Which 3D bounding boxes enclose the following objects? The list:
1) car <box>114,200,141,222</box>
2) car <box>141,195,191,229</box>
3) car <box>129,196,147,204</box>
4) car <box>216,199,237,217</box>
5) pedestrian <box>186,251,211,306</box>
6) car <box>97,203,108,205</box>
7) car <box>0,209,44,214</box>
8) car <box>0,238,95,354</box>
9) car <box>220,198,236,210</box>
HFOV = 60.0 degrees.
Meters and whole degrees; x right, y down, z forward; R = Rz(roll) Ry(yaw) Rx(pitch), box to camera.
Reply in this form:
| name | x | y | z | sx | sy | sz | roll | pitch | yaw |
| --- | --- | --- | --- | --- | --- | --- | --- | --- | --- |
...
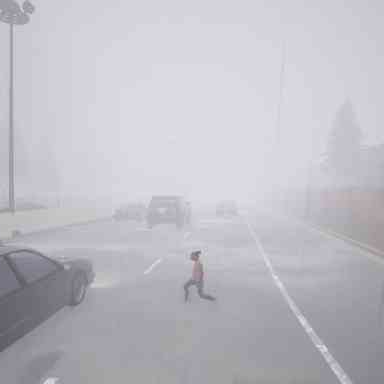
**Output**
| name | x | y | z | sx | sy | sz | roll | pitch | yaw |
| --- | --- | --- | --- | --- | --- | --- | --- | --- | --- |
| car | -4.428 | 1.547 | 25.968 | 2.033 | 1.411 | 5.357 | 0 | 0 | 7 |
| car | -1.397 | 1.223 | 21.885 | 2.150 | 2.045 | 5.566 | 0 | 0 | 7 |
| car | -10.371 | 1.492 | 64.735 | 2.128 | 1.511 | 4.902 | 0 | 0 | 7 |
| car | 3.278 | 1.601 | 31.361 | 1.895 | 1.301 | 4.718 | 0 | 0 | 7 |
| pedestrian | 0.134 | 1.294 | 6.586 | 0.375 | 1.860 | 0.375 | 0 | 0 | 4 |
| car | -15.038 | 1.352 | 55.966 | 2.097 | 1.767 | 4.553 | 0 | 0 | 7 |
| car | -11.968 | 1.491 | 23.636 | 2.128 | 1.511 | 4.902 | 0 | 0 | 7 |
| car | -3.239 | 1.546 | 5.000 | 2.033 | 1.411 | 5.357 | 0 | 0 | 4 |
| car | 4.702 | 1.564 | 43.092 | 1.994 | 1.385 | 4.181 | 0 | 0 | 7 |
